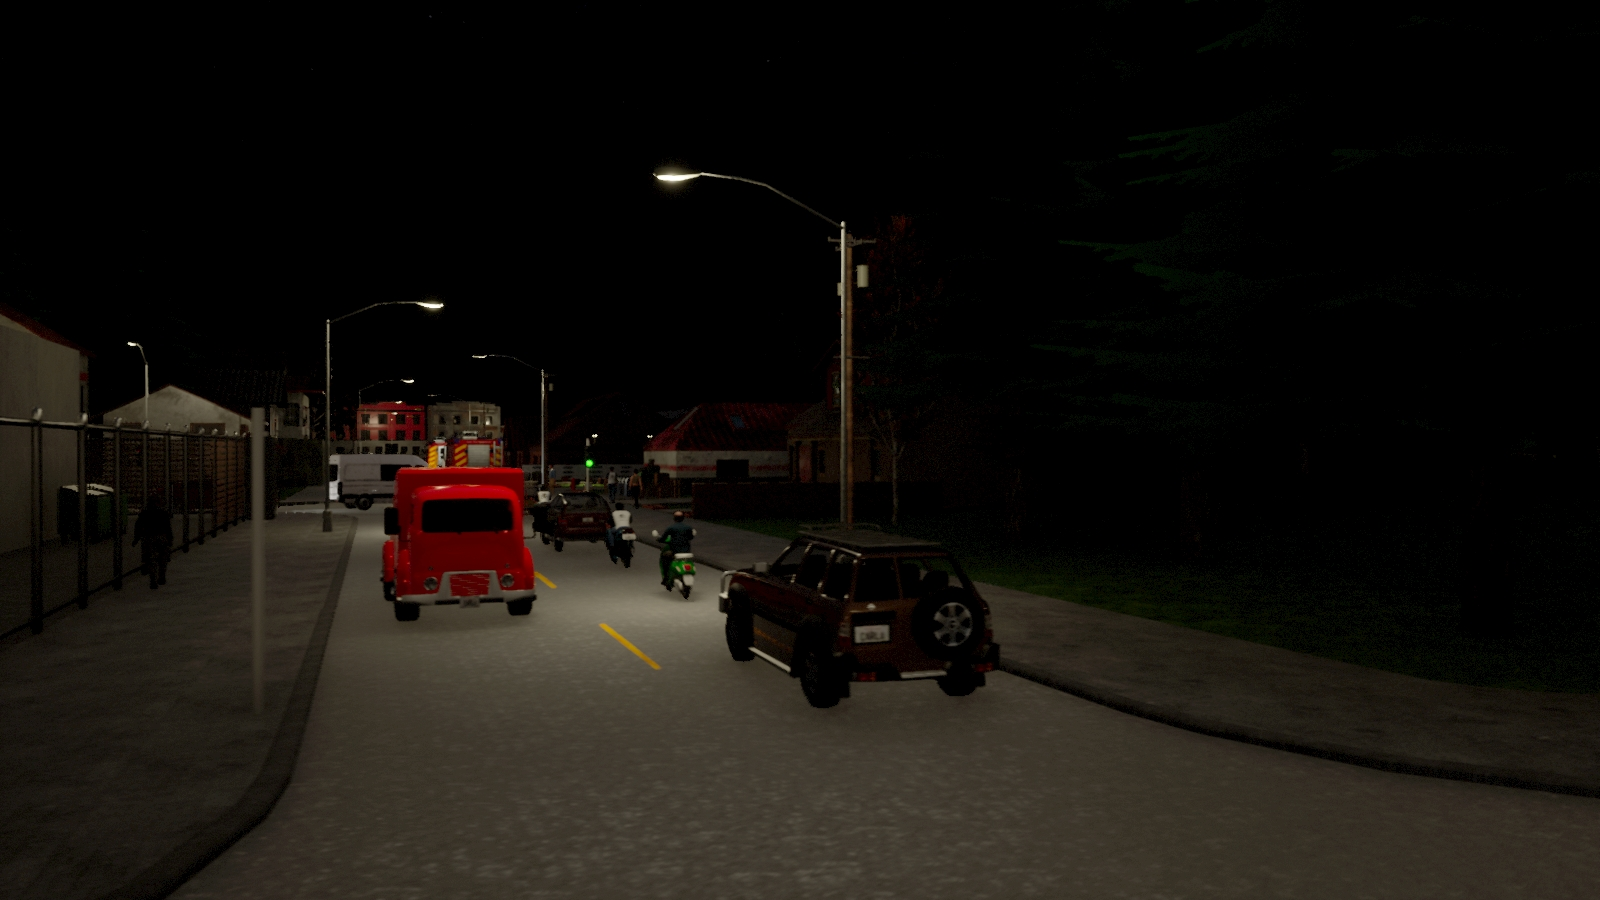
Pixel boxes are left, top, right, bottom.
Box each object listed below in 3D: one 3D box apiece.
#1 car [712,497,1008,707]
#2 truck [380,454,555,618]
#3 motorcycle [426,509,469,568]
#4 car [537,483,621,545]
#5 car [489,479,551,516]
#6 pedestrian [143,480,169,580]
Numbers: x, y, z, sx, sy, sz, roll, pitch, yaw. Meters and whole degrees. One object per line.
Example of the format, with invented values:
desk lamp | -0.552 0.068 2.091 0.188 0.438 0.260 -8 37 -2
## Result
car | 0.493 1.623 13.915 1.932 1.855 4.605 0 0 -20
truck | -6.055 1.326 20.290 2.627 2.467 5.204 0 0 -20
motorcycle | -7.930 1.966 25.671 0.803 1.145 2.033 0 0 -21
car | -6.382 1.768 32.685 1.789 1.549 3.705 0 0 -20
car | -11.378 1.885 46.227 1.895 1.301 4.718 0 0 -20
pedestrian | -12.240 1.509 21.729 0.375 1.860 0.375 0 0 -21
